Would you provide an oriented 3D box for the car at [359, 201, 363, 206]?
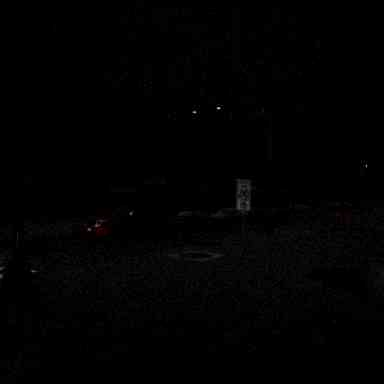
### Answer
[{"bbox_3d":[34.210,2.633,70.405,1.947,1.339,4.313,-1,-1,35],"label":"car"}]

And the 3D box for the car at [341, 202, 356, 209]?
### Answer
[{"bbox_3d":[31.082,2.574,66.001,1.802,1.307,4.206,-1,-1,35],"label":"car"}]

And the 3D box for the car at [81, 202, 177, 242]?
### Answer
[{"bbox_3d":[-3.333,1.473,17.556,2.192,1.841,5.009,-1,-1,35],"label":"car"}]

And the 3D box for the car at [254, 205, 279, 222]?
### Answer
[{"bbox_3d":[6.053,1.953,30.766,1.947,1.339,4.313,-1,-1,35],"label":"car"}]

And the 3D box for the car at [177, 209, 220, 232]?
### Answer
[{"bbox_3d":[-0.205,1.816,21.956,1.802,1.307,4.206,-1,-1,35],"label":"car"}]

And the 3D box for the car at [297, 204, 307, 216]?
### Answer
[{"bbox_3d":[12.310,2.090,39.575,2.008,1.369,4.403,-1,-1,35],"label":"car"}]

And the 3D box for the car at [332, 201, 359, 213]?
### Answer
[{"bbox_3d":[23.185,2.253,50.138,2.128,1.511,4.902,0,-1,35],"label":"car"}]

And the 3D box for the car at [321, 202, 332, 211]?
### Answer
[{"bbox_3d":[21.696,2.317,52.788,2.008,1.369,4.403,-1,-1,35],"label":"car"}]

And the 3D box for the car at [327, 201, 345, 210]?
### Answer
[{"bbox_3d":[24.726,2.365,57.054,1.752,1.417,4.829,-1,-1,35],"label":"car"}]

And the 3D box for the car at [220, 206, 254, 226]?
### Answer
[{"bbox_3d":[2.826,1.834,26.223,1.752,1.417,4.829,-1,-1,35],"label":"car"}]

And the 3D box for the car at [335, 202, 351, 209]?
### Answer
[{"bbox_3d":[27.953,2.483,61.596,1.947,1.339,4.313,-1,-1,35],"label":"car"}]

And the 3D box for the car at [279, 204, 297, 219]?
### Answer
[{"bbox_3d":[9.181,2.030,35.170,1.947,1.339,4.313,-1,-1,35],"label":"car"}]

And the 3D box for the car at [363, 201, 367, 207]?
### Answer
[{"bbox_3d":[40.467,2.786,79.213,1.947,1.339,4.313,-1,-1,35],"label":"car"}]
